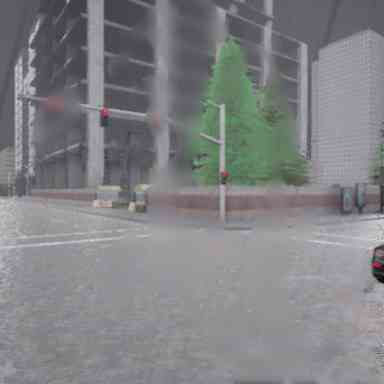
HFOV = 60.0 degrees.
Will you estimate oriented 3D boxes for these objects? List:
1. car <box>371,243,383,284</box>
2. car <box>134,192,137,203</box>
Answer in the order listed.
[{"bbox_3d":[6.185,1.492,8.160,4.674,1.442,1.812,0,0,-36],"label":"car"},{"bbox_3d":[-6.524,0.953,45.175,1.905,1.878,3.866,0,0,-36],"label":"car"}]
